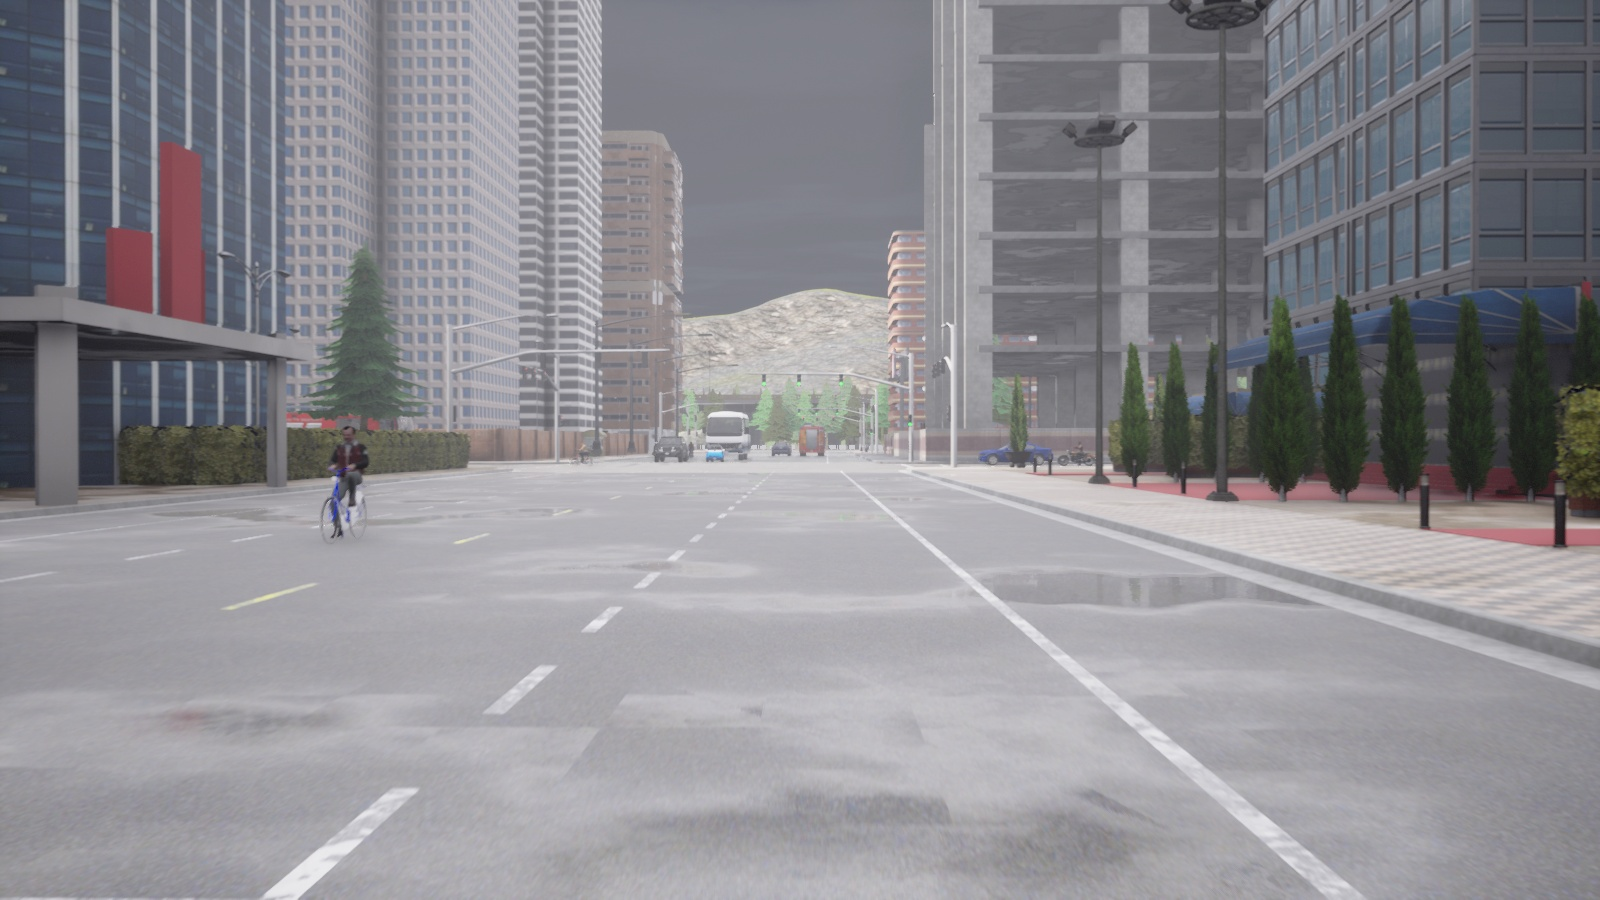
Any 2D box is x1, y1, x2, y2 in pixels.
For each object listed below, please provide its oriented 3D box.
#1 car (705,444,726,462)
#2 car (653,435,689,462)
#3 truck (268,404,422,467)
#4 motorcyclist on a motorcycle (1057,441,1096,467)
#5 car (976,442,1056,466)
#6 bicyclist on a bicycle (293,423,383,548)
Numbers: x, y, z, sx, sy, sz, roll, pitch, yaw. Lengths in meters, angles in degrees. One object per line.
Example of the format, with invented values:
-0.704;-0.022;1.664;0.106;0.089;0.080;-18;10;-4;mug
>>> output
-6.588;0.243;98.166;1.481;1.376;2.207;0;0;1;car
-10.085;-0.097;98.337;2.150;2.045;5.566;0;0;1;car
-27.940;-0.876;77.322;8.468;3.827;2.891;0;0;1;truck
17.675;0.259;80.270;2.350;1.649;0.766;0;0;1;motorcyclist on a motorcycle
14.384;0.263;83.811;5.008;1.535;1.882;0;0;1;car
-6.877;0.506;18.783;0.659;1.776;1.843;0;0;0;bicyclist on a bicycle
